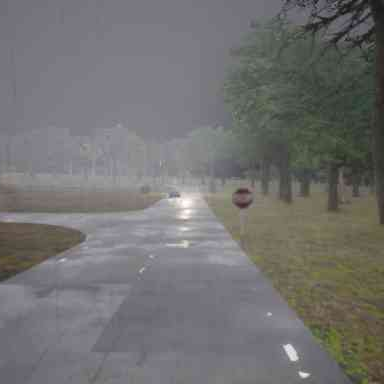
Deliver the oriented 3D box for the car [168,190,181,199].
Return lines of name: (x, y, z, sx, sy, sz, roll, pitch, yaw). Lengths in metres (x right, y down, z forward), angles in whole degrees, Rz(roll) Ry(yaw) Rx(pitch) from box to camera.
car: (-2.746, 0.361, 53.446, 2.033, 1.411, 5.357, 0, 2, 0)
